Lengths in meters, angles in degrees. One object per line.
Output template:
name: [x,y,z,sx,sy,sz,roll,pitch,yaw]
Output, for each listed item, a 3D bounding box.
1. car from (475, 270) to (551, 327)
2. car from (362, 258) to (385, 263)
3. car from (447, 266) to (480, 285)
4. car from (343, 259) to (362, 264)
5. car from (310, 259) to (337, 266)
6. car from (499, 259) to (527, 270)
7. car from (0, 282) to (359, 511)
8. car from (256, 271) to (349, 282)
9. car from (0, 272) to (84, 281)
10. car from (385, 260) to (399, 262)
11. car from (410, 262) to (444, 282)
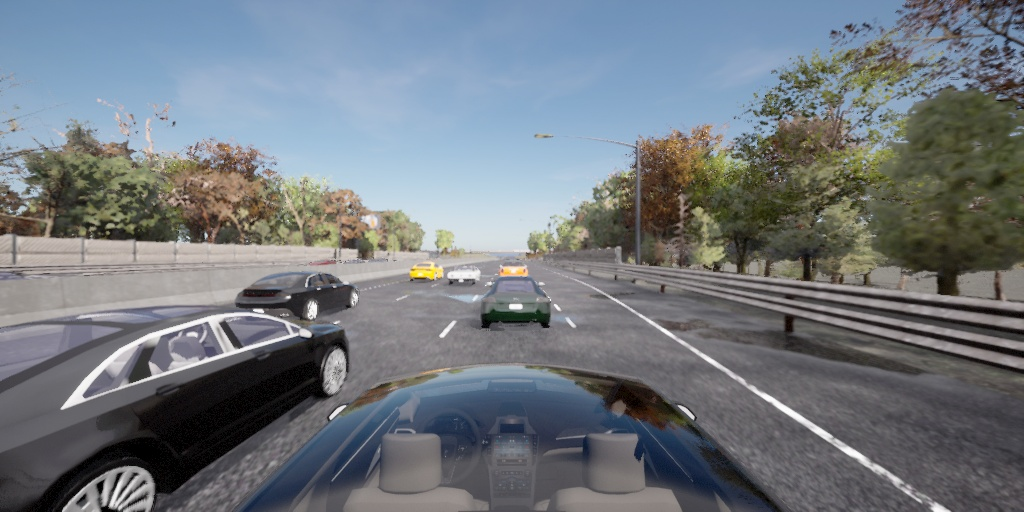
car: [0.104,1.310,11.512,1.994,1.385,4.181,0,0,0]
car: [-21.024,1.122,55.891,2.097,1.767,4.553,0,0,1]
car: [-3.390,1.348,26.197,1.895,1.301,4.718,0,0,0]
car: [-24.520,1.261,55.670,2.128,1.511,4.902,0,0,1]
car: [-28.023,1.246,53.411,1.882,1.535,5.008,0,0,1]
car: [0.111,1.099,27.449,2.097,1.767,4.553,0,0,0]
car: [-3.403,1.241,3.601,2.128,1.511,4.902,0,0,0]
car: [-6.896,1.252,12.130,1.837,1.490,4.892,0,0,0]
car: [-17.595,1.348,13.170,1.895,1.301,4.718,0,0,0]
car: [-17.527,1.370,55.436,1.895,1.301,4.718,0,0,1]
car: [-6.888,1.226,29.334,1.882,1.535,5.008,0,0,0]
